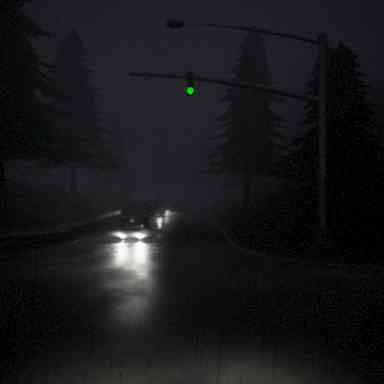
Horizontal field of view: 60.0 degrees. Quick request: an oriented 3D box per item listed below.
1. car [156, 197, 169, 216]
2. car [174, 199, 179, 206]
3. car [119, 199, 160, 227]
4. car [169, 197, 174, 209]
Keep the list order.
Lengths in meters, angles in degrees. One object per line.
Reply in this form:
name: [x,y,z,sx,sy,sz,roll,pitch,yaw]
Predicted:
car: [-3.581,1.443,31.950,1.882,1.535,5.008,0,0,0]
car: [-3.997,1.506,53.292,1.994,1.385,4.181,0,0,-39]
car: [-3.603,1.468,22.447,2.128,1.511,4.902,0,0,0]
car: [-3.853,1.446,42.101,2.128,1.511,4.902,0,0,-7]
